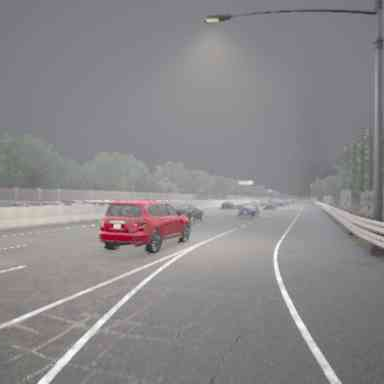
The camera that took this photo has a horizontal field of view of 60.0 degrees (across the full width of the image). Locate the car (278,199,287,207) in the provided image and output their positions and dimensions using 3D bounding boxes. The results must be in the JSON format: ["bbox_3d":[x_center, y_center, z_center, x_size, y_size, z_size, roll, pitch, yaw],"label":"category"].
[{"bbox_3d":[22.014,2.910,82.890,1.882,1.535,5.008,0,-1,19],"label":"car"}]

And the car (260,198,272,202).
[{"bbox_3d":[17.599,2.874,80.835,1.812,1.442,4.674,0,-1,19],"label":"car"}]

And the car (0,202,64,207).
[{"bbox_3d":[-14.822,1.818,30.884,2.033,1.411,5.357,0,-1,20],"label":"car"}]

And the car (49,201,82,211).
[{"bbox_3d":[-19.041,2.101,50.287,1.895,1.301,4.718,0,-1,20],"label":"car"}]

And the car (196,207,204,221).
[{"bbox_3d":[-0.357,1.910,29.507,1.837,1.490,4.892,0,-1,20],"label":"car"}]

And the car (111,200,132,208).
[{"bbox_3d":[-13.794,2.286,65.164,1.812,1.442,4.674,0,-1,19],"label":"car"}]

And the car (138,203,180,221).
[{"bbox_3d":[-3.087,1.906,32.282,2.128,1.511,4.902,0,-1,19],"label":"car"}]

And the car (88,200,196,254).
[{"bbox_3d":[-1.864,1.400,14.769,2.150,2.045,5.566,0,-1,20],"label":"car"}]

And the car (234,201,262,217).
[{"bbox_3d":[6.615,2.136,38.743,1.812,1.442,4.674,0,-1,19],"label":"car"}]

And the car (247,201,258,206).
[{"bbox_3d":[15.693,2.963,86.027,1.994,1.385,4.181,0,-1,19],"label":"car"}]

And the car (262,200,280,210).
[{"bbox_3d":[14.485,2.618,61.208,1.895,1.301,4.718,0,-1,19],"label":"car"}]

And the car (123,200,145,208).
[{"bbox_3d":[-10.842,2.247,63.027,1.882,1.535,5.008,0,-1,20],"label":"car"}]

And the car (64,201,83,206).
[{"bbox_3d":[-16.099,2.027,48.171,1.812,1.442,4.674,0,-1,20],"label":"car"}]

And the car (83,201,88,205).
[{"bbox_3d":[-12.792,2.122,47.034,1.895,1.301,4.718,0,-1,20],"label":"car"}]

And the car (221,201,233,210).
[{"bbox_3d":[6.482,2.411,59.526,1.837,1.490,4.892,0,-1,19],"label":"car"}]

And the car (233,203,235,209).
[{"bbox_3d":[8.666,2.466,55.161,1.895,1.301,4.718,0,-1,19],"label":"car"}]

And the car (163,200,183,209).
[{"bbox_3d":[-3.521,2.323,62.752,1.882,1.535,5.008,0,-1,20],"label":"car"}]
